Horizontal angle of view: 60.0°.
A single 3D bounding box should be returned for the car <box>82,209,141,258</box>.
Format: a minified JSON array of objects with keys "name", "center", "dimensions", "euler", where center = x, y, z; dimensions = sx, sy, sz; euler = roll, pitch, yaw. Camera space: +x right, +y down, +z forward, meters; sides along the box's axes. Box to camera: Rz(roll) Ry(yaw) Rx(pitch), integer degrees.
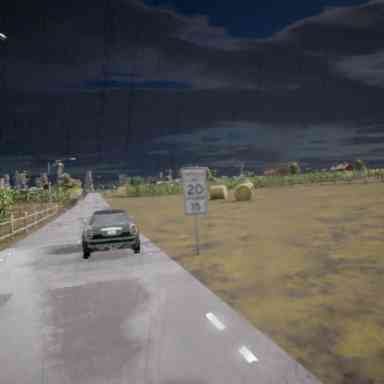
[{"name":"car","center":[-3.477,1.501,14.021],"dimensions":[2.097,1.767,4.553],"euler":[-3,0,-16]}]
